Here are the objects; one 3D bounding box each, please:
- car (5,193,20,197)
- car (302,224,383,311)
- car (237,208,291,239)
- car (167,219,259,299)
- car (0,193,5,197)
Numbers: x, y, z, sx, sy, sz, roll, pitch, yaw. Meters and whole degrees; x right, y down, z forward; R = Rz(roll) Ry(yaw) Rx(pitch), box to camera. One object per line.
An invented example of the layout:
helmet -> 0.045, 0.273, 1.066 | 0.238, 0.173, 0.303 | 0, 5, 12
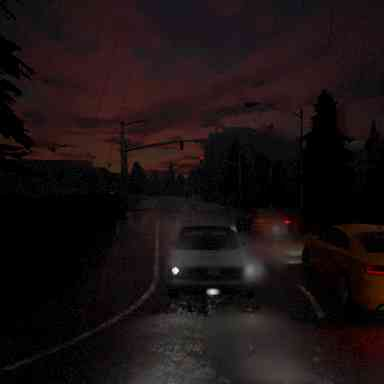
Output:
car -> -38.337, 1.097, 72.949 | 1.932, 1.855, 4.605 | 0, 0, -5
car -> 4.003, 1.478, 7.765 | 1.882, 1.535, 5.008 | 0, 0, 6
car -> 3.552, 1.526, 17.079 | 1.812, 1.442, 4.674 | 0, 0, -5
car -> 0.406, 1.601, 8.556 | 1.895, 1.301, 4.718 | 0, 0, 0
car -> -41.194, 1.077, 72.277 | 1.905, 1.878, 3.866 | 0, 0, -5
